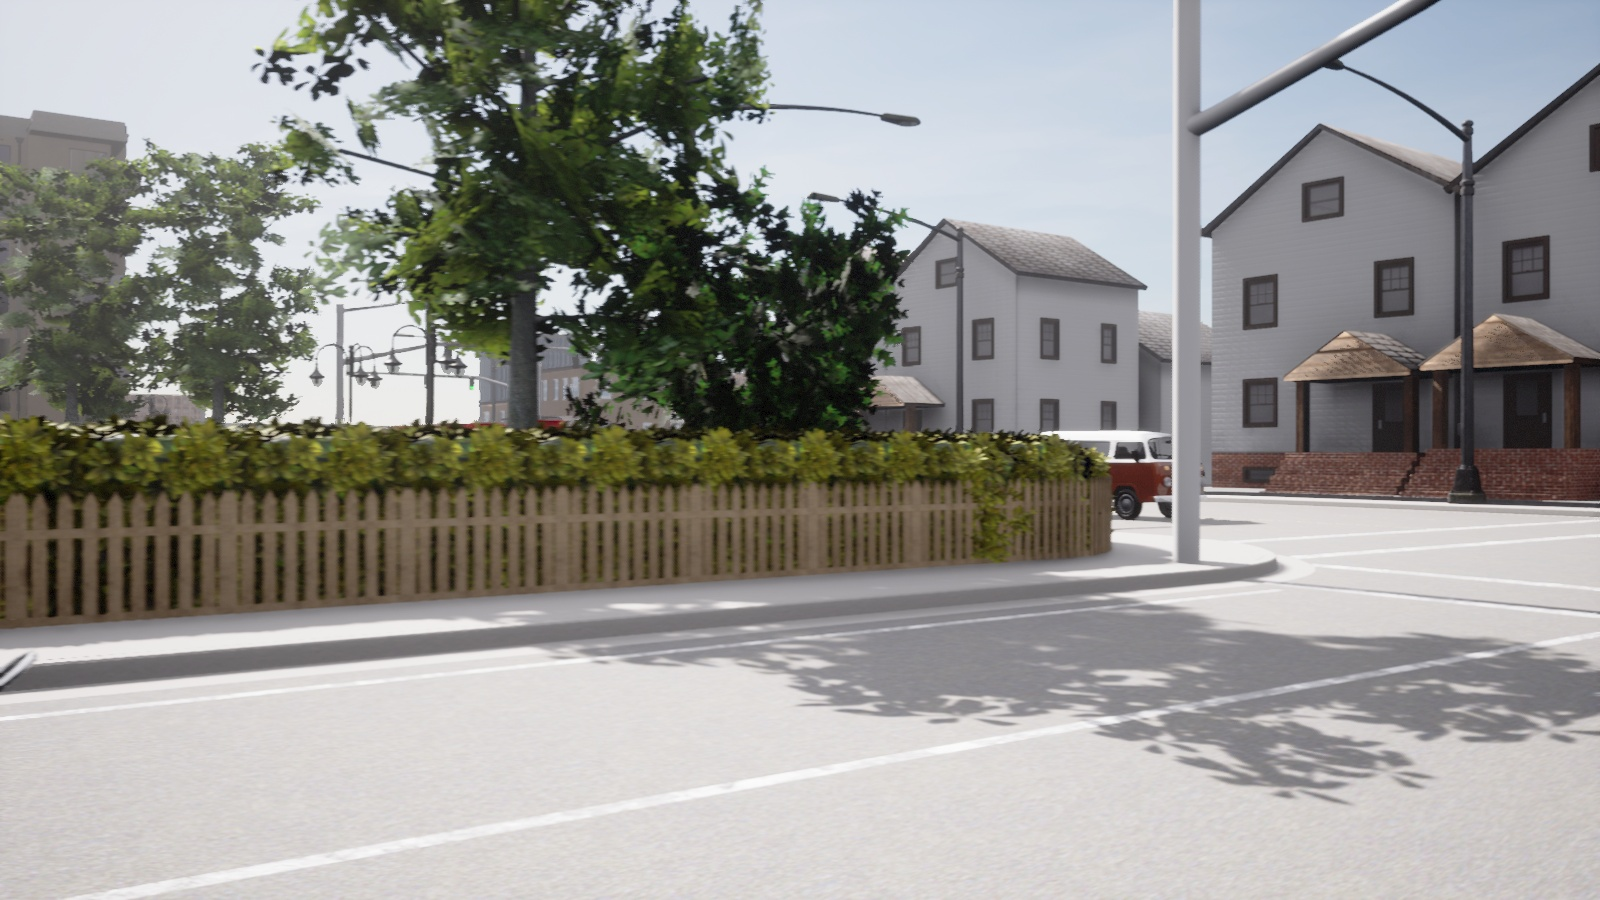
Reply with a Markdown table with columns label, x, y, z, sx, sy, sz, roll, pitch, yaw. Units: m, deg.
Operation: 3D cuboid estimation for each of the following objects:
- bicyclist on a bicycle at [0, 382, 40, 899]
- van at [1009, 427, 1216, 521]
| label | x | y | z | sx | sy | sz | roll | pitch | yaw |
| --- | --- | --- | --- | --- | --- | --- | --- | --- | --- |
| bicyclist on a bicycle | -2.196 | 0.691 | 2.124 | 1.509 | 1.612 | 0.866 | 0 | 0 | -35 |
| van | 7.265 | 0.525 | 29.586 | 2.069 | 2.038 | 4.480 | 0 | 0 | -35 |
